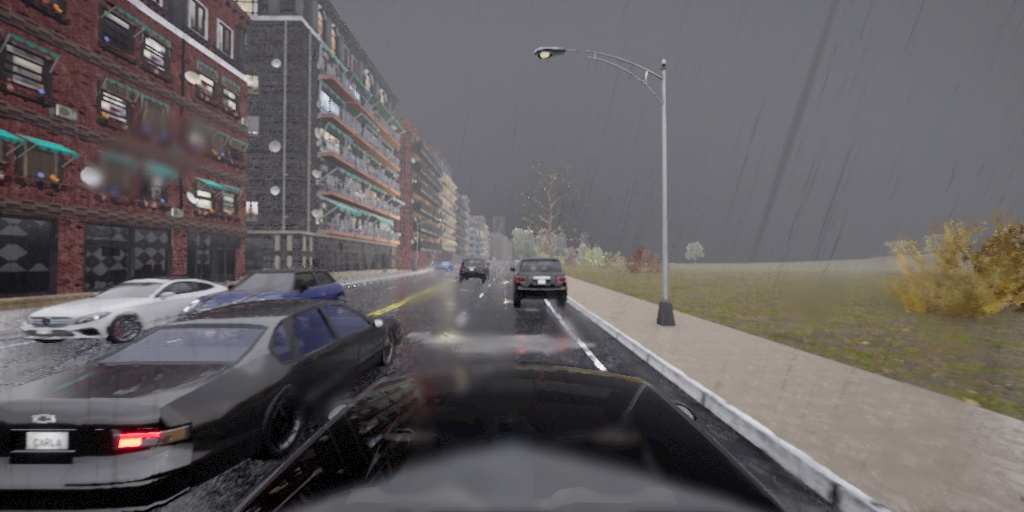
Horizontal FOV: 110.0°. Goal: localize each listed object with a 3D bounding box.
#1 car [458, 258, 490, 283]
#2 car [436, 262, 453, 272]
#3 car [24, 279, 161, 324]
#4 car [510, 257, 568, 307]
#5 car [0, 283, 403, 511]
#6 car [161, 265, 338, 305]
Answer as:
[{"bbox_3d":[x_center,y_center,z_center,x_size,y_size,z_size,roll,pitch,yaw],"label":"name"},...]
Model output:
[{"bbox_3d":[-3.192,1.176,31.070,2.150,2.045,5.566,0,0,0],"label":"car"},{"bbox_3d":[-9.913,1.579,53.029,1.882,1.535,5.008,0,0,0],"label":"car"},{"bbox_3d":[-9.859,1.333,9.894,1.812,1.442,4.674,0,0,0],"label":"car"},{"bbox_3d":[1.117,1.075,16.115,2.150,2.045,5.566,0,0,0],"label":"car"},{"bbox_3d":[-3.154,1.320,4.940,2.033,1.411,5.357,0,0,0],"label":"car"},{"bbox_3d":[-6.610,1.161,10.151,2.097,1.767,4.553,0,0,0],"label":"car"}]
